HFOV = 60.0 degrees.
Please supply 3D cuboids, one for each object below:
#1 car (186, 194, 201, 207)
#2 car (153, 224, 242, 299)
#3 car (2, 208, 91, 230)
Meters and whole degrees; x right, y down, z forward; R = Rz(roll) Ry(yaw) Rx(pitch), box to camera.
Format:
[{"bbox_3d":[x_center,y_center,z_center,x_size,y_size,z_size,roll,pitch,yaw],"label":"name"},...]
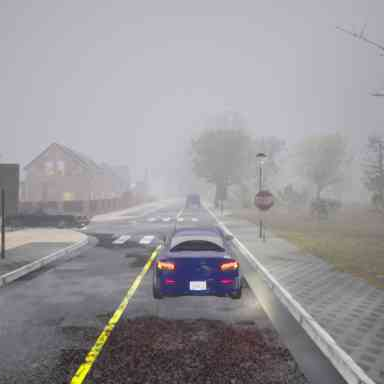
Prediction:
[{"bbox_3d":[0.201,1.327,52.670,2.150,2.045,5.566,0,0,0],"label":"car"},{"bbox_3d":[0.107,1.532,8.315,1.812,1.442,4.674,0,0,0],"label":"car"},{"bbox_3d":[-8.534,1.593,19.764,4.718,1.301,1.895,0,-2,9],"label":"car"}]
